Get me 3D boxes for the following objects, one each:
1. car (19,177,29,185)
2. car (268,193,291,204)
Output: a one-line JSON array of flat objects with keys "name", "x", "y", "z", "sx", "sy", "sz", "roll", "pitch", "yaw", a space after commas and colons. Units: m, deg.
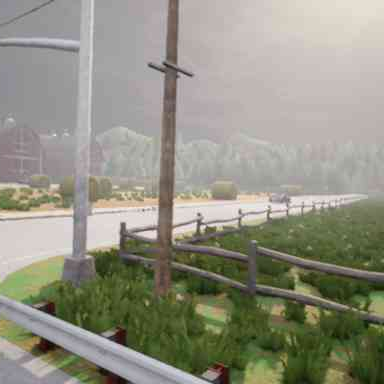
[{"name": "car", "x": -40.176, "y": -2.665, "z": 80.084, "sx": 1.905, "sy": 1.878, "sz": 3.866, "roll": 8, "pitch": 2, "yaw": -13}, {"name": "car", "x": 12.063, "y": 0.840, "z": 45.669, "sx": 2.128, "sy": 1.511, "sz": 4.902, "roll": 3, "pitch": 2, "yaw": 34}]
